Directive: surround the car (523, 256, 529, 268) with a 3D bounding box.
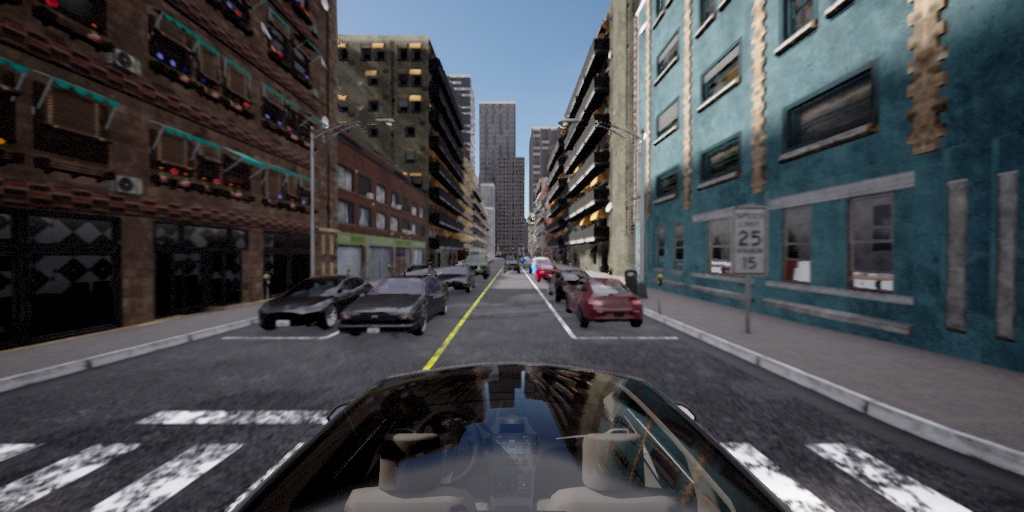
[{"bbox_3d":[2.688,1.161,55.436,1.751,1.417,4.829,0,0,0],"label":"car"}]

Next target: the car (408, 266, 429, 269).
[{"bbox_3d":[-5.693,1.268,22.138,1.948,1.339,4.313,0,0,0],"label":"car"}]

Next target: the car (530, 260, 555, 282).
[{"bbox_3d":[2.689,1.236,27.649,1.888,1.381,4.507,0,0,0],"label":"car"}]

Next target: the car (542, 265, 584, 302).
[{"bbox_3d":[2.689,1.280,16.602,1.948,1.339,4.313,0,0,0],"label":"car"}]

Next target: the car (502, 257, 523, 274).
[{"bbox_3d":[-0.002,1.170,40.116,1.837,1.490,4.892,0,0,0],"label":"car"}]

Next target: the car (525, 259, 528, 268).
[{"bbox_3d":[2.689,1.233,38.696,1.948,1.339,4.313,0,0,0],"label":"car"}]

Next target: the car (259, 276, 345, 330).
[{"bbox_3d":[-5.692,1.293,11.091,1.948,1.339,4.313,0,0,0],"label":"car"}]

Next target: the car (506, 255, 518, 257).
[{"bbox_3d":[0.004,0.866,51.201,2.150,2.045,5.566,0,0,0],"label":"car"}]

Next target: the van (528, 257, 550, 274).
[{"bbox_3d":[2.689,1.020,33.172,1.690,1.789,3.998,0,0,0],"label":"van"}]

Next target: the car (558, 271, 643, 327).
[{"bbox_3d":[2.689,1.309,11.079,1.802,1.307,4.207,0,0,0],"label":"car"}]

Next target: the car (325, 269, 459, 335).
[{"bbox_3d":[-3.097,1.276,10.674,2.033,1.411,5.357,0,0,0],"label":"car"}]

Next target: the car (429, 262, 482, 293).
[{"bbox_3d":[-3.100,1.253,20.808,2.033,1.411,5.357,0,0,-1],"label":"car"}]

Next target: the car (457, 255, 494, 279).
[{"bbox_3d":[-3.088,0.904,31.431,2.150,2.045,5.566,0,0,0],"label":"car"}]
